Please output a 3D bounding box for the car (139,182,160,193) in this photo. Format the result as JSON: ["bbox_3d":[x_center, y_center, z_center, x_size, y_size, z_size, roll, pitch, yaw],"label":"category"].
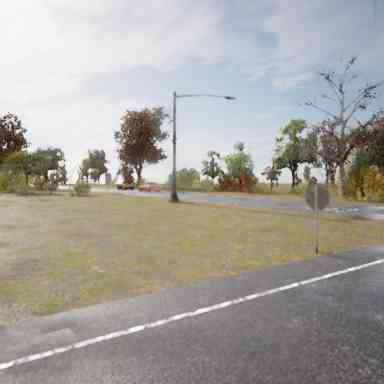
[{"bbox_3d":[-7.115,-0.866,55.207,2.097,1.767,4.553,-1,2,-35],"label":"car"}]

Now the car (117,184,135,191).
[{"bbox_3d":[-12.662,-0.932,63.115,1.895,1.301,4.718,-1,2,-35],"label":"car"}]
